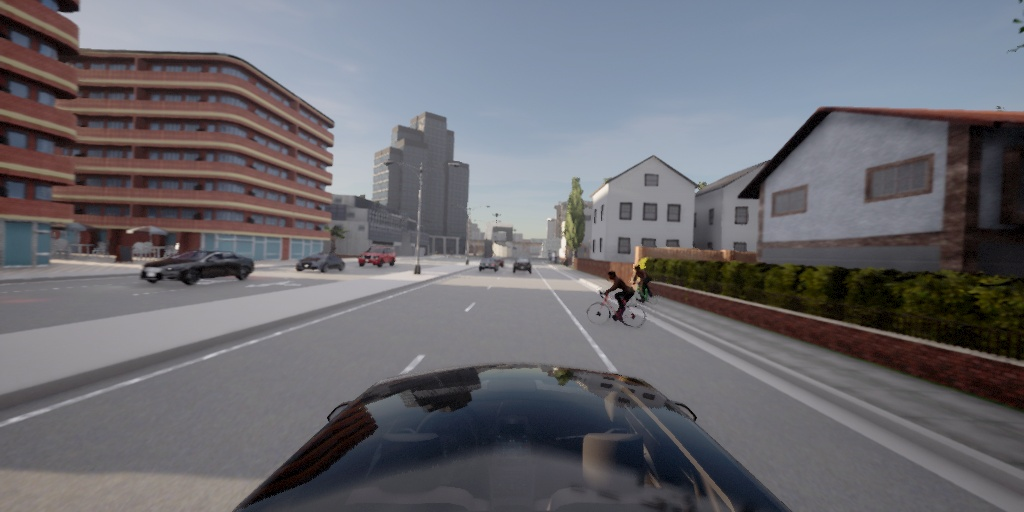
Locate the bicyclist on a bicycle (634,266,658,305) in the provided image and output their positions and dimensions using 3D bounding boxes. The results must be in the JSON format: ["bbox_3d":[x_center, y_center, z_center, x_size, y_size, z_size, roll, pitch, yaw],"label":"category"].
[{"bbox_3d":[5.169,1.199,14.184,1.656,1.620,0.582,-3,-7,-33],"label":"bicyclist on a bicycle"}]

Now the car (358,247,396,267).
[{"bbox_3d":[-13.983,0.058,37.565,2.150,2.045,5.566,2,0,2],"label":"car"}]

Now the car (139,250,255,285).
[{"bbox_3d":[-14.676,0.476,17.116,2.128,1.511,4.902,2,1,2],"label":"car"}]

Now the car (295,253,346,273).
[{"bbox_3d":[-14.369,0.475,27.116,1.994,1.385,4.181,2,0,1],"label":"car"}]

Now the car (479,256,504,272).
[{"bbox_3d":[-2.388,0.878,38.006,2.033,1.411,5.357,2,1,2],"label":"car"}]

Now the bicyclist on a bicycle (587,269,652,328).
[{"bbox_3d":[3.023,1.256,10.386,1.656,1.620,0.582,2,0,14],"label":"bicyclist on a bicycle"}]

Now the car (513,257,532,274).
[{"bbox_3d":[1.094,0.962,37.499,1.882,1.535,5.008,2,1,2],"label":"car"}]
